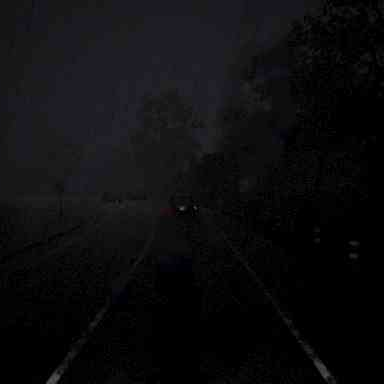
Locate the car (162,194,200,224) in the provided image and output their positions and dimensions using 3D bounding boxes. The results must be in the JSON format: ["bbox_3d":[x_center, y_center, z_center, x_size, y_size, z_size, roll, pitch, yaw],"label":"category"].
[{"bbox_3d":[-0.814,0.907,21.156,2.097,1.767,4.553,-1,2,-7],"label":"car"}]

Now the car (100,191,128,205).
[{"bbox_3d":[-9.407,0.620,38.826,2.033,1.411,5.357,-3,3,-25],"label":"car"}]

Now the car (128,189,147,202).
[{"bbox_3d":[-7.263,0.324,42.056,1.882,1.535,5.008,-3,3,-26],"label":"car"}]
